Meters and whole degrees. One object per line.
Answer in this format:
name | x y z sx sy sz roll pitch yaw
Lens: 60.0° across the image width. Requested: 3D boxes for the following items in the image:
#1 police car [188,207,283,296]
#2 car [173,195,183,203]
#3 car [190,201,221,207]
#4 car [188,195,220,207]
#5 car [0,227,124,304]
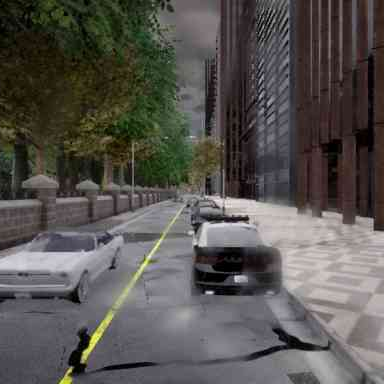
police car | 0.927 1.423 8.810 1.930 1.638 5.238 0 0 0
car | -2.775 1.452 66.520 2.128 1.511 4.902 0 0 0
car | 0.960 1.494 18.700 1.837 1.490 4.892 0 0 0
car | 0.981 1.334 24.670 2.097 1.767 4.553 0 0 0
car | -3.075 1.599 8.265 1.895 1.301 4.718 0 0 0
